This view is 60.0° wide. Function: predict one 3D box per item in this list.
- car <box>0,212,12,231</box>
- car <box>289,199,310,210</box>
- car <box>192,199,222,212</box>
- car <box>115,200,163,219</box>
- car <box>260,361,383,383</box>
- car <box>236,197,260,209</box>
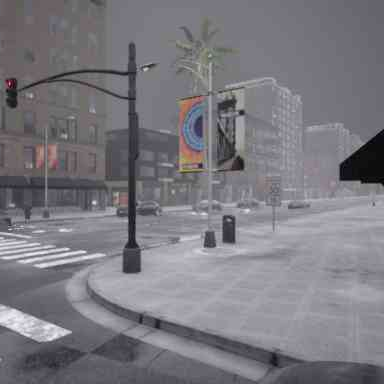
[{"bbox_3d":[-12.453,1.561,18.617,1.994,1.385,4.181,0,0,35],"label":"car"},{"bbox_3d":[14.849,1.648,45.792,1.994,1.385,4.181,0,0,35],"label":"car"},{"bbox_3d":[1.892,1.567,38.996,1.812,1.442,4.674,0,0,35],"label":"car"},{"bbox_3d":[-4.632,1.527,29.737,1.837,1.490,4.892,0,-1,35],"label":"car"},{"bbox_3d":[2.171,1.551,1.302,4.403,1.369,2.008,0,0,35],"label":"car"},{"bbox_3d":[8.125,1.572,47.796,1.837,1.490,4.892,0,0,35],"label":"car"}]
